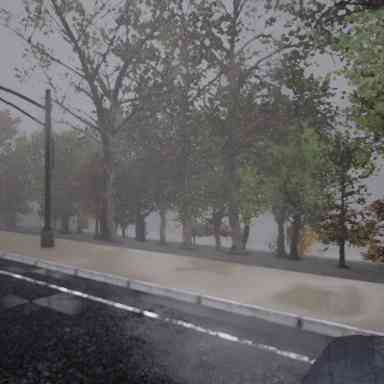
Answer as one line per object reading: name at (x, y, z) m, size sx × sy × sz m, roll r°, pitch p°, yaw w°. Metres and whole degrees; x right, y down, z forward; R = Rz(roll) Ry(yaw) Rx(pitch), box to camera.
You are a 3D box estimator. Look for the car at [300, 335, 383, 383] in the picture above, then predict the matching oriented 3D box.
car at (3.157, 1.546, 1.429) m, size 5.357 × 1.411 × 2.033 m, roll 0°, pitch 0°, yaw 36°
